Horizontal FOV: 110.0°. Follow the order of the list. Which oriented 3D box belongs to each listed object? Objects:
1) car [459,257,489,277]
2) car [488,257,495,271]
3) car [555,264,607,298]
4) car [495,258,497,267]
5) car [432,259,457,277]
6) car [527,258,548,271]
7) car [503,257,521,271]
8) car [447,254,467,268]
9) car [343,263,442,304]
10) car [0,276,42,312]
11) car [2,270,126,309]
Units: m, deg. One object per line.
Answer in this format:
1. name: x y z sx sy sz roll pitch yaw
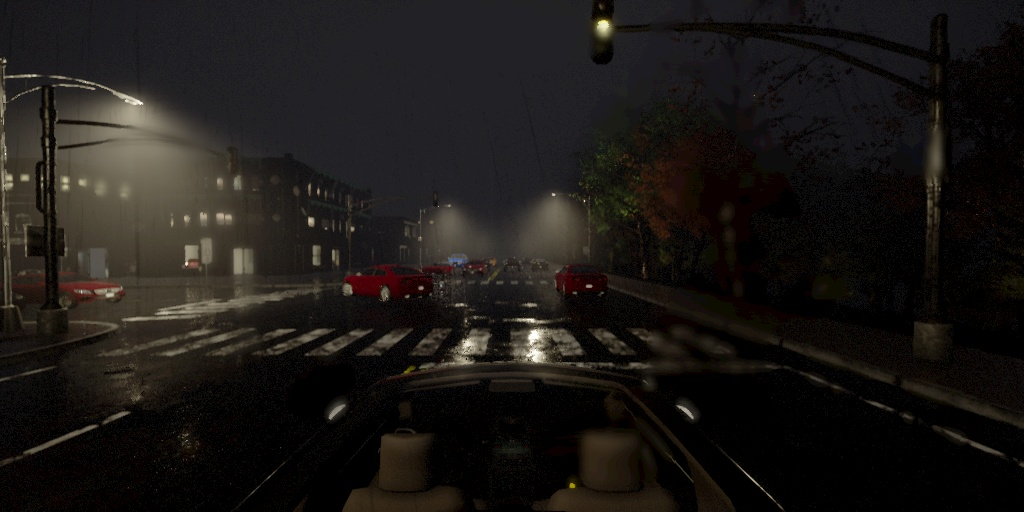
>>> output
1. car: -3.412 1.111 33.105 1.812 1.442 4.674 0 0 0
2. car: -3.425 1.037 43.172 1.837 1.490 4.892 0 0 0
3. car: 3.314 1.144 17.890 1.882 1.535 5.008 0 0 0
4. car: -3.431 0.932 57.629 1.882 1.535 5.008 0 0 1
5. car: -6.662 1.188 32.885 1.895 1.301 4.718 0 0 2
6. car: 3.256 1.022 43.355 2.128 1.511 4.902 0 0 0
7. car: 0.005 1.034 43.617 1.837 1.490 4.892 0 0 0
8. car: -6.671 0.747 44.578 2.150 2.045 5.566 0 0 0
9. car: -5.669 1.154 16.114 5.008 1.535 1.882 0 -1 38
10. car: -19.971 1.512 12.544 4.313 1.339 1.948 0 0 0
11. car: -19.361 1.424 15.240 4.674 1.442 1.812 -1 1 1
